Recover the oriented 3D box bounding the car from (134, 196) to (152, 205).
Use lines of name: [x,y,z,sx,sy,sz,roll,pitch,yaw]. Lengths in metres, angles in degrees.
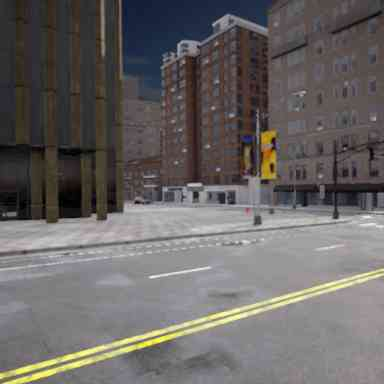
car: [-9.551,1.627,64.520,2.097,1.767,4.553,-1,0,-35]
